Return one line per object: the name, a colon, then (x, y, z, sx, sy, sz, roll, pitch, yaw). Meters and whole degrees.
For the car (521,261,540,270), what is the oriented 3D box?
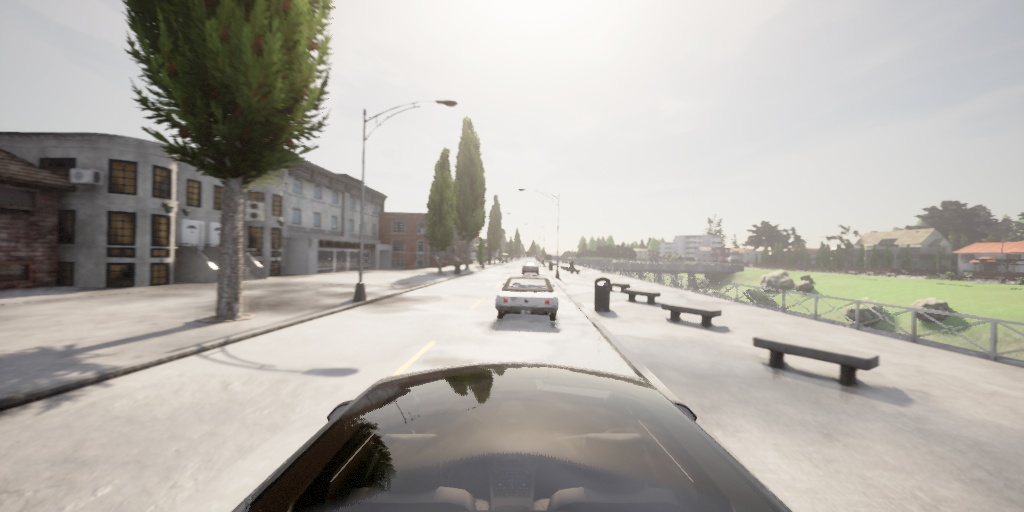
car: (1.982, 1.291, 38.220, 2.033, 1.411, 5.357, 1, 0, 4)

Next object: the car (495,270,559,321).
car: (0.564, 1.348, 12.630, 1.895, 1.301, 4.718, 1, 0, 4)
